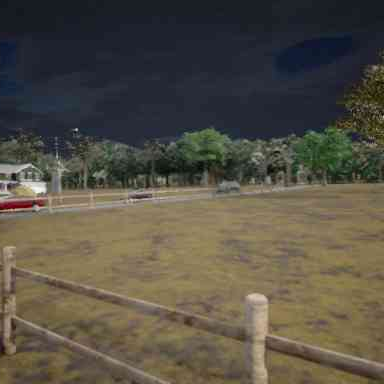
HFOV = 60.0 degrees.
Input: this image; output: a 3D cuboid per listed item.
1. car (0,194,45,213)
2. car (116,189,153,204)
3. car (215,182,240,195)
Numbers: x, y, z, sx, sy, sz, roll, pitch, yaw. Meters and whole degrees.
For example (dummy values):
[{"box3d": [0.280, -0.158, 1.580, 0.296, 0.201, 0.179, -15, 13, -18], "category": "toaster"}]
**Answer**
[{"box3d": [-14.525, 0.979, 26.846, 1.882, 1.535, 5.008, -2, 1, 35], "category": "car"}, {"box3d": [-6.548, 0.478, 38.038, 1.837, 1.490, 4.892, -2, 1, 36], "category": "car"}, {"box3d": [5.922, -0.663, 55.399, 2.150, 2.045, 5.566, -2, 1, 36], "category": "car"}]
